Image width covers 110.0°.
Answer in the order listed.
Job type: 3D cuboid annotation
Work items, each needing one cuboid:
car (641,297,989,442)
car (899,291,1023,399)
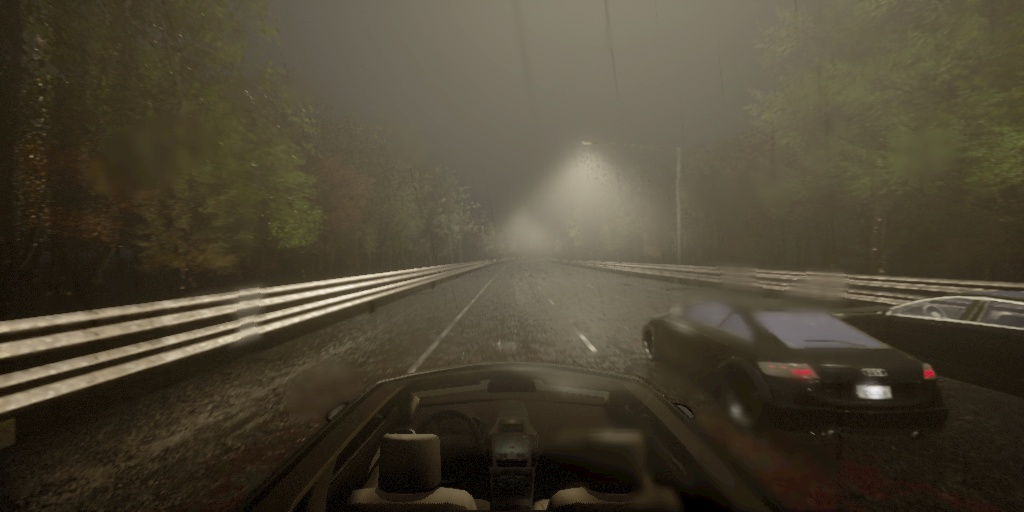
[{"bbox_3d":[3.598,1.322,5.568,1.994,1.385,4.181,0,0,0],"label":"car"},{"bbox_3d":[7.099,1.249,5.182,2.128,1.511,4.902,0,0,0],"label":"car"}]
